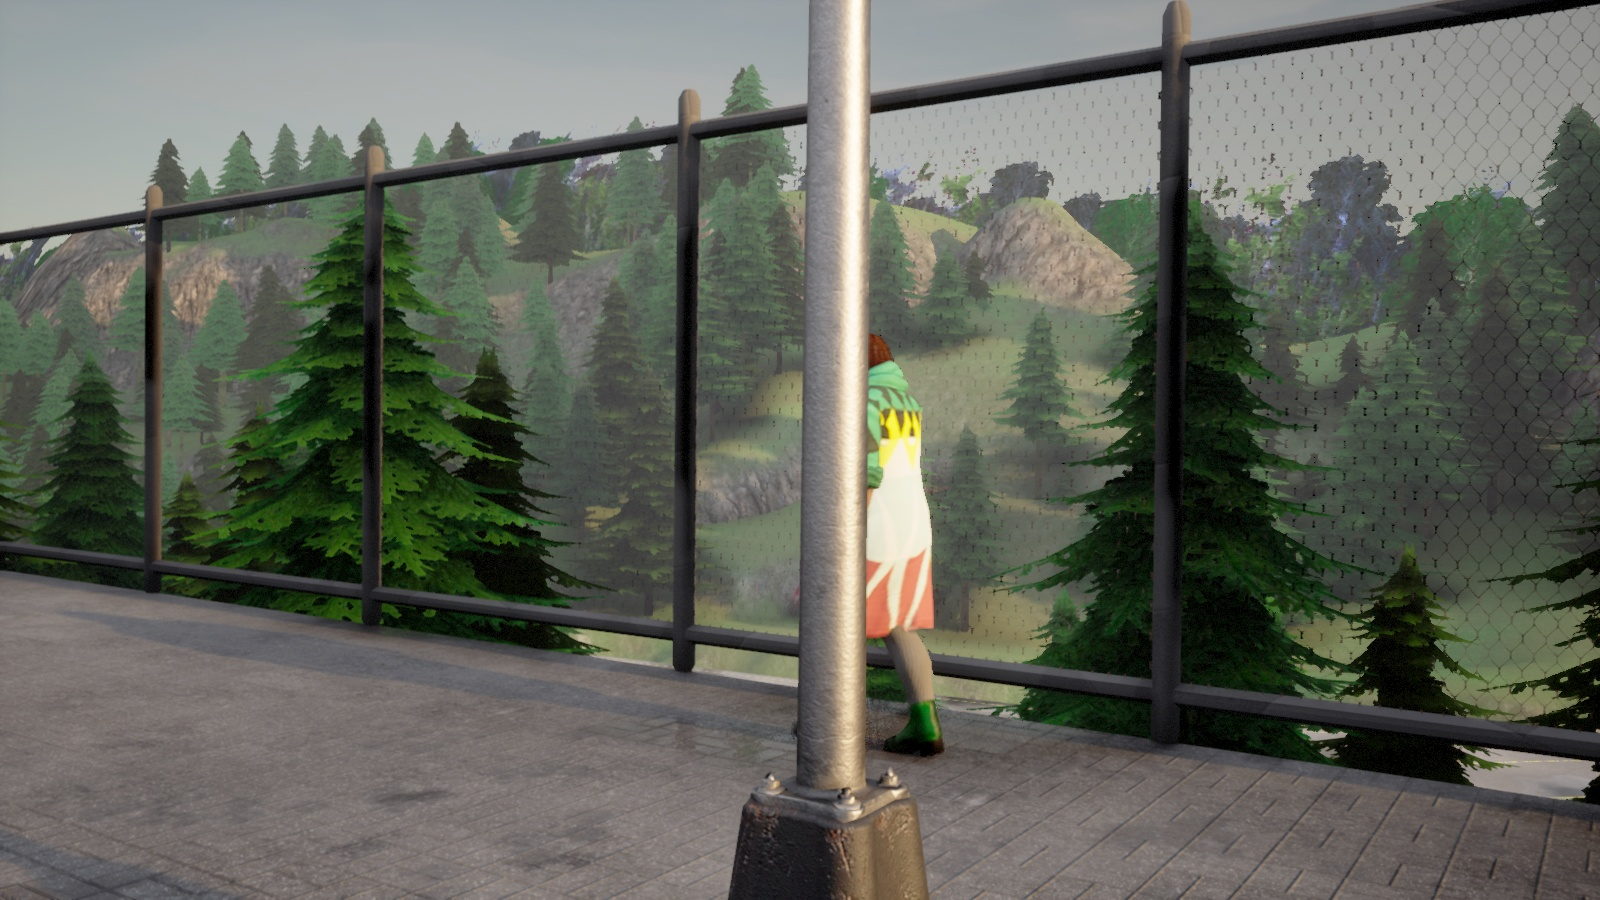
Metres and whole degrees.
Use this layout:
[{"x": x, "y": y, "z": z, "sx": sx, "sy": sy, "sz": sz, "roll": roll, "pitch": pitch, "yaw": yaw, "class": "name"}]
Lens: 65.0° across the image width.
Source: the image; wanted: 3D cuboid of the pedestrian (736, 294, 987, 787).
[{"x": 0.274, "y": 0.355, "z": 5.491, "sx": 0.873, "sy": 1.952, "sz": 0.659, "roll": 0, "pitch": 1, "yaw": 33, "class": "pedestrian"}]
